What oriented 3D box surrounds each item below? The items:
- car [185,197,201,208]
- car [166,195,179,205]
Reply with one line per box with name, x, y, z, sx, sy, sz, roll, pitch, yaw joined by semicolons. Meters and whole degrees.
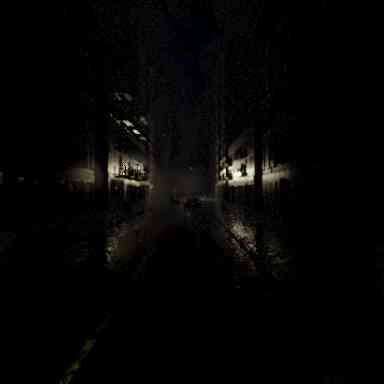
car;0.108;1.368;42.837;1.994;1.385;4.181;0;0;0
car;-2.991;1.241;52.273;1.882;1.535;5.008;0;0;0
